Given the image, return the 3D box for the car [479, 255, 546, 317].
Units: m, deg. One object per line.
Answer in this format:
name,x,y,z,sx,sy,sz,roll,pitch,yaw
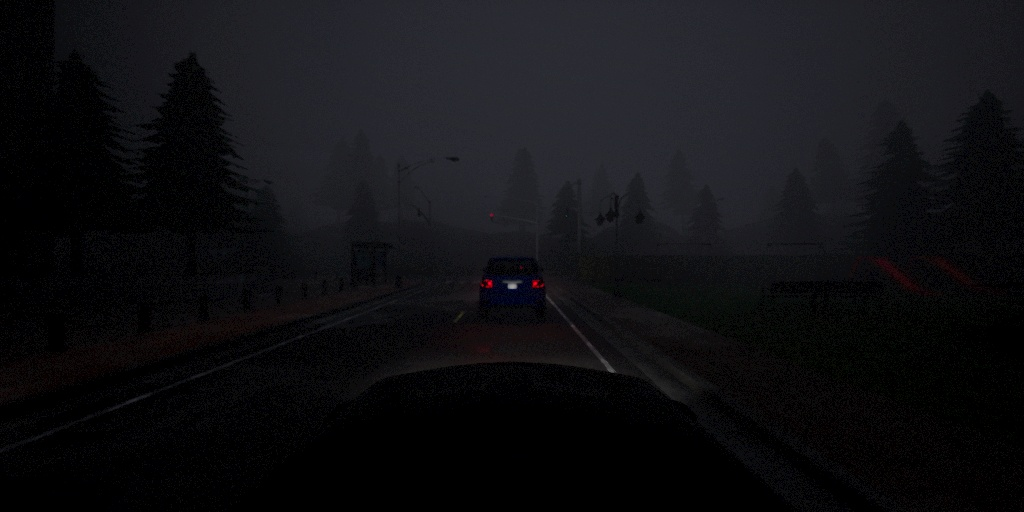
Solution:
car,0.037,0.995,13.416,2.150,2.045,5.566,0,0,1
